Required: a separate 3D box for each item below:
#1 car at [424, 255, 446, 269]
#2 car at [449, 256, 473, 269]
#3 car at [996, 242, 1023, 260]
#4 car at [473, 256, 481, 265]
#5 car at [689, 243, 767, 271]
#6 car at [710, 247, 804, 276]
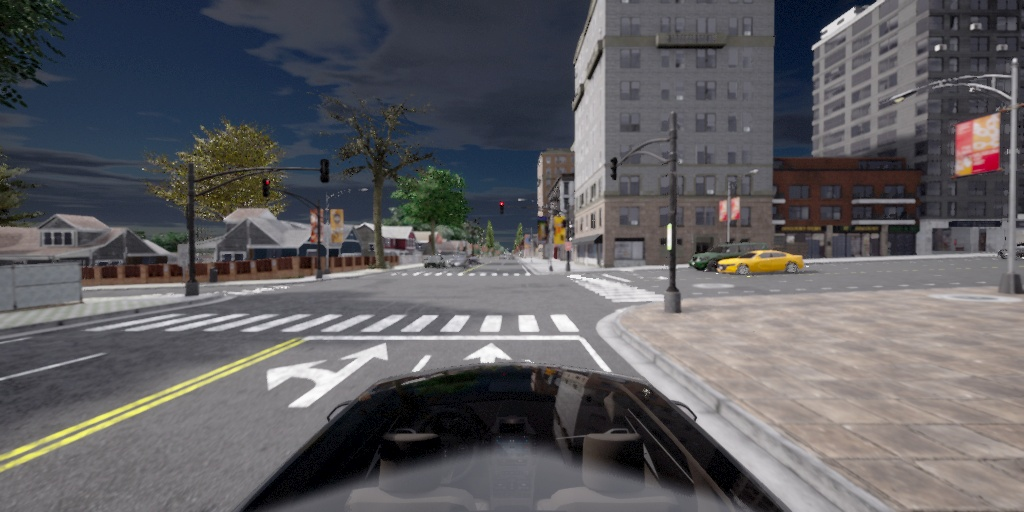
[{"bbox_3d":[-9.859,0.692,46.075,2.097,1.767,4.553,0,0,0],"label":"car"},{"bbox_3d":[-6.612,0.832,45.794,2.128,1.511,4.902,0,1,0],"label":"car"},{"bbox_3d":[39.454,-0.478,26.779,4.892,1.490,1.837,-1,1,0],"label":"car"},{"bbox_3d":[-6.575,0.764,62.823,2.033,1.411,5.357,0,0,1],"label":"car"},{"bbox_3d":[16.269,0.099,26.735,5.566,2.045,2.150,-2,1,0],"label":"car"},{"bbox_3d":[16.179,0.402,23.488,5.008,1.535,1.882,-2,1,0],"label":"car"}]
